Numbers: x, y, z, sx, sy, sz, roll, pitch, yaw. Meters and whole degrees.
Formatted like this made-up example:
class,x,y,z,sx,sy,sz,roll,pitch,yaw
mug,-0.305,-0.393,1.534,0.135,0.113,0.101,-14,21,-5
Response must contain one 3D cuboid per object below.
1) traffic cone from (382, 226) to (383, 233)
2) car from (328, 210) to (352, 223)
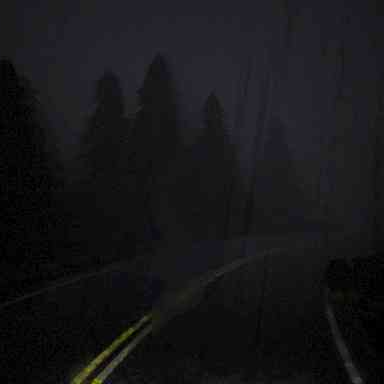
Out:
class,x,y,z,sx,sy,sz,roll,pitch,yaw
traffic cone,18.696,3.661,32.453,0.340,0.580,0.340,1,-2,34
car,23.136,3.817,52.414,2.150,2.045,5.566,0,-3,5
